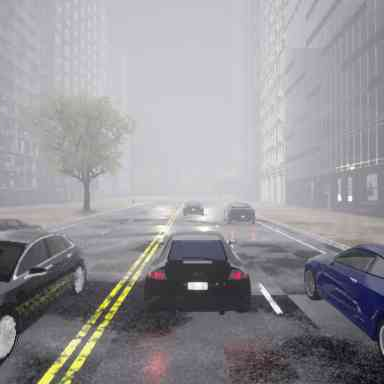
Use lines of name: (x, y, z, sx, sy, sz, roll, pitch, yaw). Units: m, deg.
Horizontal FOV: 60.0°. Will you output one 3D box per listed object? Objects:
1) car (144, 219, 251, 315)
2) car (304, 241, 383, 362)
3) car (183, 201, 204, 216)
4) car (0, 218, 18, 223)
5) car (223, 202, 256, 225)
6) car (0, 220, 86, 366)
car: (0.107, 1.566, 7.658, 1.994, 1.385, 4.181, 0, 0, 0)
car: (3.355, 1.527, 5.394, 1.812, 1.442, 4.674, 0, 0, 0)
car: (0.144, 1.574, 32.260, 1.994, 1.385, 4.181, 0, 0, 0)
car: (-6.588, 1.550, 10.550, 2.033, 1.411, 5.357, 0, 0, 0)
car: (3.382, 1.485, 24.454, 1.882, 1.535, 5.008, 0, 0, 0)
car: (-3.342, 1.506, 5.814, 1.837, 1.490, 4.892, 0, 0, 0)
